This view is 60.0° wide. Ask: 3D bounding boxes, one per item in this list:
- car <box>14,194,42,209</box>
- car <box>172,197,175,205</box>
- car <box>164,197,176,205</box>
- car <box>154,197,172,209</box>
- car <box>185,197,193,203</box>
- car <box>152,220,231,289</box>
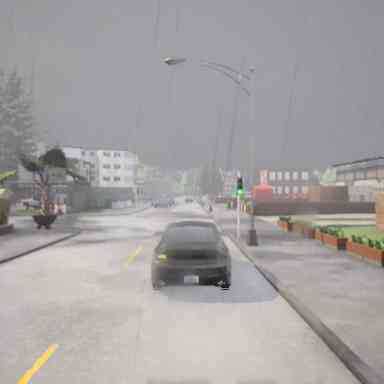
[{"bbox_3d":[-20.140,1.199,41.871,1.905,1.878,3.866,0,0,34],"label":"car"},{"bbox_3d":[-4.618,1.778,59.778,1.882,1.535,5.008,0,0,0],"label":"car"},{"bbox_3d":[-4.643,1.878,70.208,2.128,1.511,4.902,0,0,-1],"label":"car"},{"bbox_3d":[-4.555,1.731,50.365,1.882,1.535,5.008,0,0,0],"label":"car"},{"bbox_3d":[-0.770,1.947,84.023,2.128,1.511,4.902,0,0,-1],"label":"car"},{"bbox_3d":[-0.016,1.554,9.303,1.837,1.490,4.892,0,0,0],"label":"car"}]
